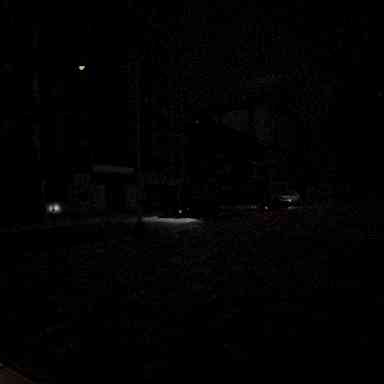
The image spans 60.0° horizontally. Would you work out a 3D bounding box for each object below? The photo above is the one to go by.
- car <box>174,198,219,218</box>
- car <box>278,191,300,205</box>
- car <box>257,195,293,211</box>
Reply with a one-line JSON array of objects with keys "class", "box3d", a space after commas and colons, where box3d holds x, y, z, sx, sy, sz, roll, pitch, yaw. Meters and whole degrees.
[{"class": "car", "box3d": [0.446, 1.251, 27.275, 1.837, 1.490, 4.892, -1, 0, 34]}, {"class": "car", "box3d": [13.418, 0.849, 46.428, 2.150, 2.045, 5.566, -1, -1, 34]}, {"class": "car", "box3d": [8.425, 1.217, 34.046, 1.895, 1.301, 4.718, -1, -1, 34]}]
